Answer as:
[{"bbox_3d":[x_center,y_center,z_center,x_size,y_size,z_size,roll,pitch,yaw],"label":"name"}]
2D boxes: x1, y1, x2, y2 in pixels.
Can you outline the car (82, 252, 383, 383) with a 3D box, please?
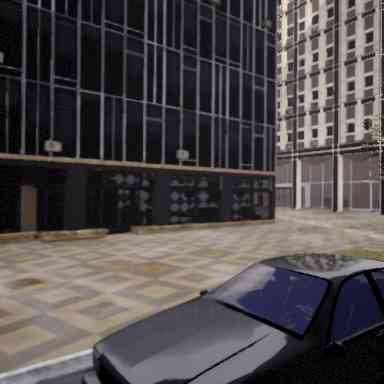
[{"bbox_3d":[1.537,1.551,4.166,5.357,1.411,2.033,0,0,-35],"label":"car"}]
